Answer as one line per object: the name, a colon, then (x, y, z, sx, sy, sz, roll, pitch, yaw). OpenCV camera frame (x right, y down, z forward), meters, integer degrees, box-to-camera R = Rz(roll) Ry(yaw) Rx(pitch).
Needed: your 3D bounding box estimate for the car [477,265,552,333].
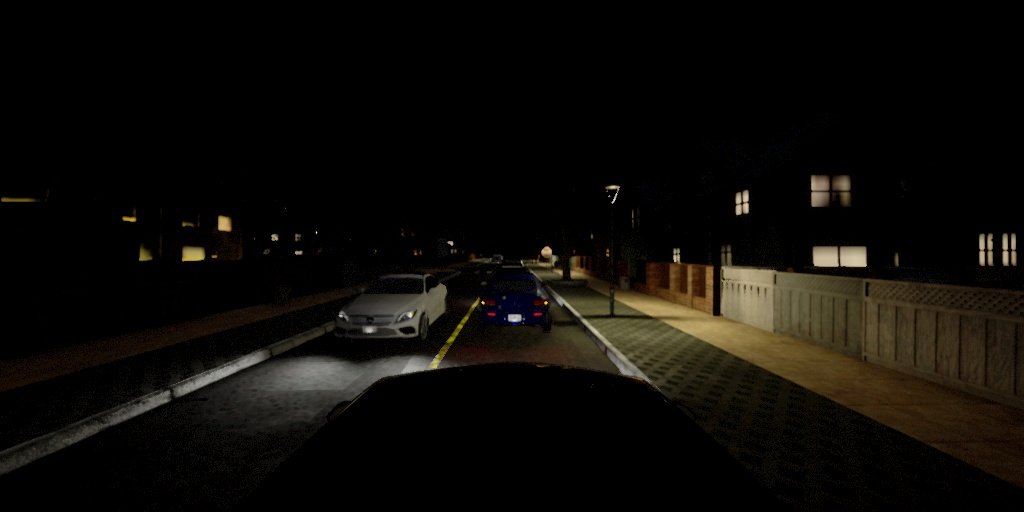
car: (0.066, 1.158, 10.196, 1.812, 1.442, 4.674, 0, 1, 0)

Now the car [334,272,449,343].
car: (-2.847, 1.168, 9.465, 1.812, 1.442, 4.674, 0, 1, 0)

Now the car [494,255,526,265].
car: (0.042, 0.909, 26.485, 2.128, 1.511, 4.902, 0, 1, 0)
